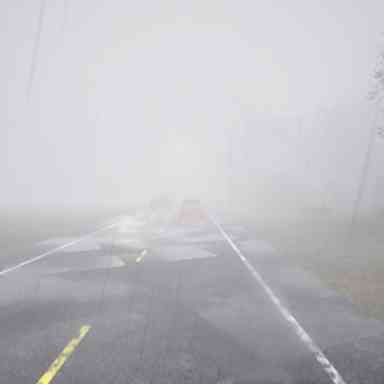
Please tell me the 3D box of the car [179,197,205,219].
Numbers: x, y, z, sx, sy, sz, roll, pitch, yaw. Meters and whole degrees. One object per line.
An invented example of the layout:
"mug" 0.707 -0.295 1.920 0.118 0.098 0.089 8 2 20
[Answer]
"car" -0.003 1.338 28.601 2.097 1.767 4.553 0 0 0

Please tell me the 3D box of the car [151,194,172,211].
"car" -3.587 1.206 40.284 2.150 2.045 5.566 0 0 0

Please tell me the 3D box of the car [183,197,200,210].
"car" -0.009 1.471 44.496 2.128 1.511 4.902 0 0 0
